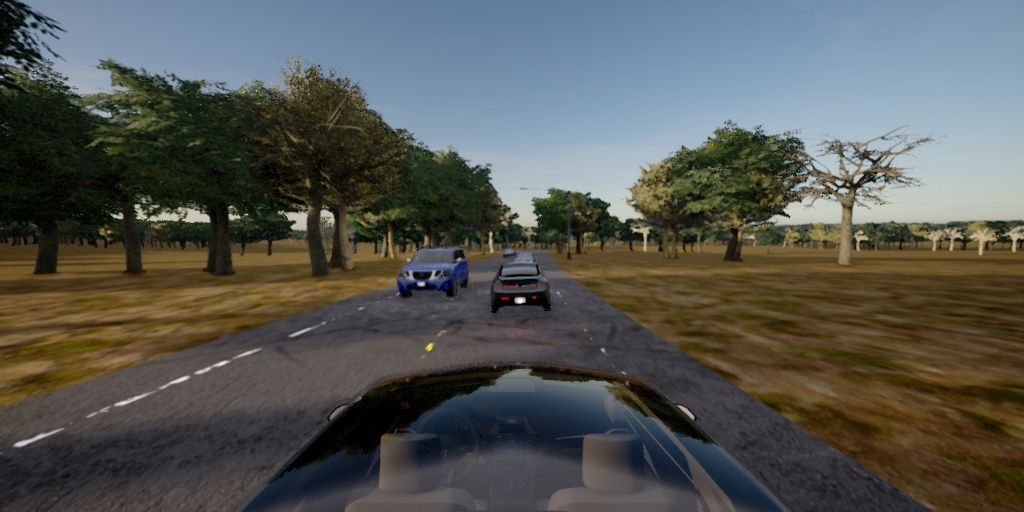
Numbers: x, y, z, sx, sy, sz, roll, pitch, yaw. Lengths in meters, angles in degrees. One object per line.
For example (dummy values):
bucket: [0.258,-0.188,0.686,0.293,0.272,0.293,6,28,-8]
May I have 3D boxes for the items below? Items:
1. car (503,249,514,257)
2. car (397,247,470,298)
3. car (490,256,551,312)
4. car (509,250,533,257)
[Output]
car: [-0.398,-0.401,57.792,1.882,1.535,5.008,-3,2,5]
car: [-3.295,0.621,16.150,2.150,2.045,5.566,0,2,2]
car: [0.286,0.953,12.615,1.837,1.490,4.892,-2,1,1]
car: [1.191,0.442,31.669,2.033,1.411,5.357,0,2,4]
